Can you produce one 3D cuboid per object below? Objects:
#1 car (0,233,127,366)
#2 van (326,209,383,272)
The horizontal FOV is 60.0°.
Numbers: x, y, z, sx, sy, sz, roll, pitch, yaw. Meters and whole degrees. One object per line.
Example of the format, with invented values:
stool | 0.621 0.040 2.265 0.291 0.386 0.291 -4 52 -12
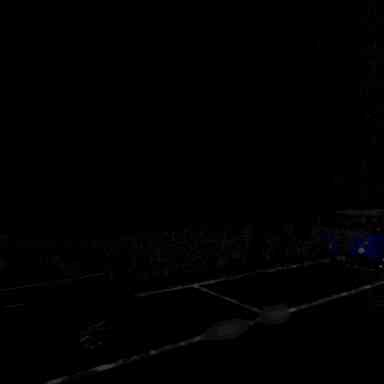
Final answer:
car | -3.075 1.440 4.460 4.097 1.590 1.967 1 -1 -35
van | 6.107 1.461 11.001 3.998 1.788 1.690 1 -1 -35
